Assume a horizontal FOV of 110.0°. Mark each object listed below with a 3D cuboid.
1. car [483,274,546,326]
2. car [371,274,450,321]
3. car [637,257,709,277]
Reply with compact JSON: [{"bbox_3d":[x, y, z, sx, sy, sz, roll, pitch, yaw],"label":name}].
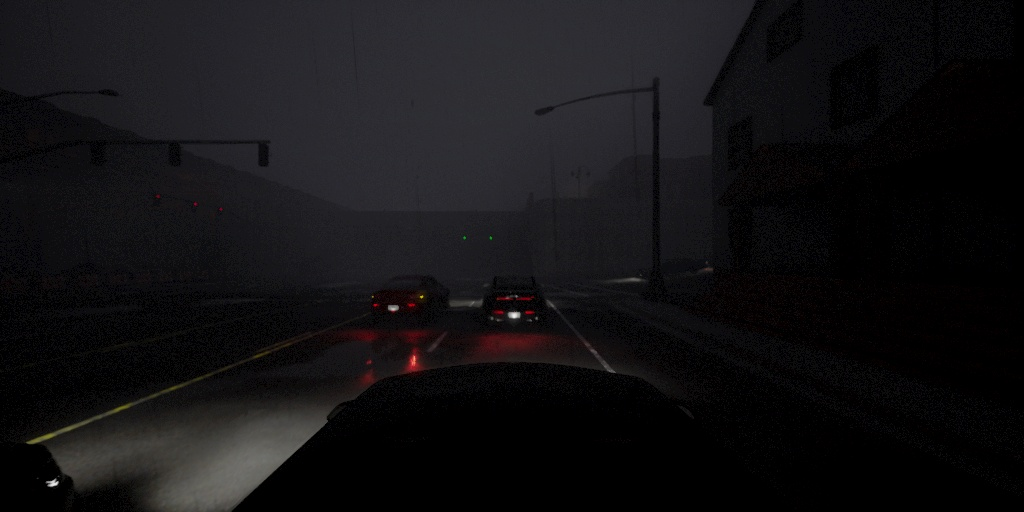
[{"bbox_3d":[0.067,1.342,12.074,1.837,1.490,4.892,0,0,0],"label":"car"},{"bbox_3d":[-3.430,1.359,12.680,1.812,1.442,4.674,0,-1,0],"label":"car"},{"bbox_3d":[13.089,0.856,29.253,5.357,1.411,2.033,-7,0,-1],"label":"car"}]
